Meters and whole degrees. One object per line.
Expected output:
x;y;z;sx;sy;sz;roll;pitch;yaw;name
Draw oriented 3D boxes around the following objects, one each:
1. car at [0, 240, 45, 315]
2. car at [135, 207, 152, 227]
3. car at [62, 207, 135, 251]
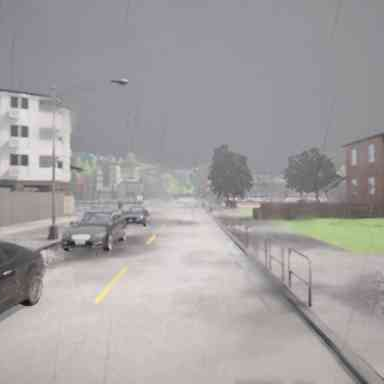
-4.097;1.582;5.555;1.812;1.442;4.674;0;-1;-1;car
-4.180;1.781;24.778;1.994;1.385;4.181;0;0;0;car
-4.156;1.625;14.805;2.128;1.511;4.902;0;0;0;car
